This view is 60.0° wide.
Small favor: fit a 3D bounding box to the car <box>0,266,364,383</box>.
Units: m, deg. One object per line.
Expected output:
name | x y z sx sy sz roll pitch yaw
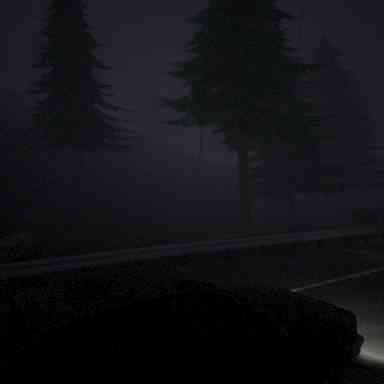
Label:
car | -0.480 1.543 3.361 5.357 1.411 2.033 0 0 -35
